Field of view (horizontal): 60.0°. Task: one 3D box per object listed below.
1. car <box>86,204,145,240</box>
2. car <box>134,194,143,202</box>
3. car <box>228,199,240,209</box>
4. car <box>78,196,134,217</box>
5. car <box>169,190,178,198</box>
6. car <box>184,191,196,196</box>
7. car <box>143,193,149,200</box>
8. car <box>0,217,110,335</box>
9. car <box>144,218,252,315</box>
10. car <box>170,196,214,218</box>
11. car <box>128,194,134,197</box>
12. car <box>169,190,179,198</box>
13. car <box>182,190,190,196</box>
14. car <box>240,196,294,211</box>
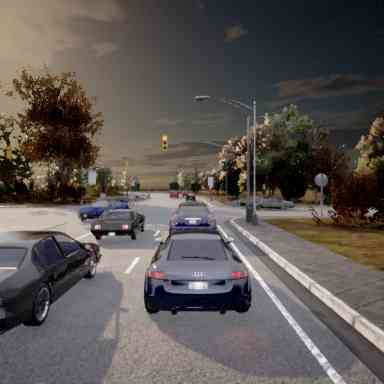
[{"bbox_3d":[-3.493,1.520,16.578,1.895,1.301,4.718,0,0,-1],"label":"car"},{"bbox_3d":[-10.860,1.097,61.162,2.128,1.511,4.902,0,0,0],"label":"car"},{"bbox_3d":[6.797,1.247,40.406,4.902,1.511,2.128,0,0,-4],"label":"car"},{"bbox_3d":[-6.623,1.337,25.277,1.882,1.535,5.008,-1,0,18],"label":"car"},{"bbox_3d":[-5.170,0.446,93.598,2.150,2.045,5.566,0,1,-7],"label":"car"},{"bbox_3d":[-0.276,1.018,68.322,1.882,1.535,5.008,0,0,-1],"label":"car"},{"bbox_3d":[-10.913,1.104,71.119,1.895,1.301,4.718,0,1,-1],"label":"car"},{"bbox_3d":[-3.423,1.529,6.933,2.033,1.411,5.357,0,0,-1],"label":"car"},{"bbox_3d":[0.074,1.542,7.625,1.994,1.385,4.181,0,0,-1],"label":"car"},{"bbox_3d":[0.028,1.273,16.259,2.097,1.767,4.553,0,0,0],"label":"car"},{"bbox_3d":[-10.840,1.275,52.060,1.895,1.301,4.718,0,0,0],"label":"car"},{"bbox_3d":[-4.329,0.594,82.857,2.150,2.045,5.566,0,1,-3],"label":"car"},{"bbox_3d":[-1.659,0.447,93.728,2.150,2.045,5.566,0,1,-7],"label":"car"},{"bbox_3d":[8.523,1.327,36.881,5.357,1.411,2.033,0,0,-6],"label":"car"}]
